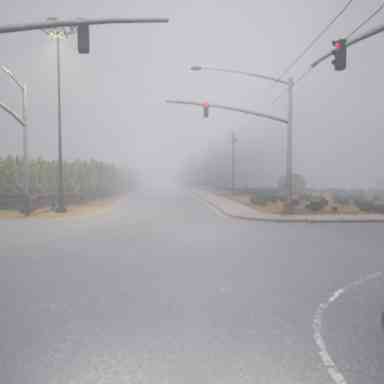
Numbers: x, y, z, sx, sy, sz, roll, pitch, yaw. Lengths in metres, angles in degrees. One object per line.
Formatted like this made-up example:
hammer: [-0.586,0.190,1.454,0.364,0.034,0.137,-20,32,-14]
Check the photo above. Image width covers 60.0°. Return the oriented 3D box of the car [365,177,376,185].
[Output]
car: [42.069,-2.555,77.965,1.905,1.878,3.866,10,11,41]
